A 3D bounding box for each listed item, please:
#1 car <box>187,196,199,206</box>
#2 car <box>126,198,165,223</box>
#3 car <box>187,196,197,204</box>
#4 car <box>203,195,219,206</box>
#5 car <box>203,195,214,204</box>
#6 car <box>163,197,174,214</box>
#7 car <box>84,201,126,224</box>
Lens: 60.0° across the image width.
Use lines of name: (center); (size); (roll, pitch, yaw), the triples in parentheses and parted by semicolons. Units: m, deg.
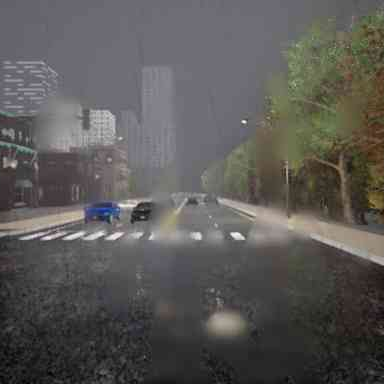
car: (0.088, 1.488, 54.751); (2.033, 1.411, 5.357); (0, 0, 0)
car: (-3.356, 1.452, 25.167); (1.882, 1.535, 5.008); (0, 0, 0)
car: (-0.009, 1.529, 65.244); (1.895, 1.301, 4.718); (0, 0, 0)
car: (3.337, 1.432, 55.035); (2.128, 1.511, 4.902); (0, 0, 0)
car: (3.241, 1.406, 65.199); (1.882, 1.535, 5.008); (0, 0, 0)
car: (-3.355, 1.527, 35.129); (1.994, 1.385, 4.181); (0, 0, 0)
car: (-6.614, 1.452, 25.045); (1.882, 1.535, 5.008); (0, 0, -1)
